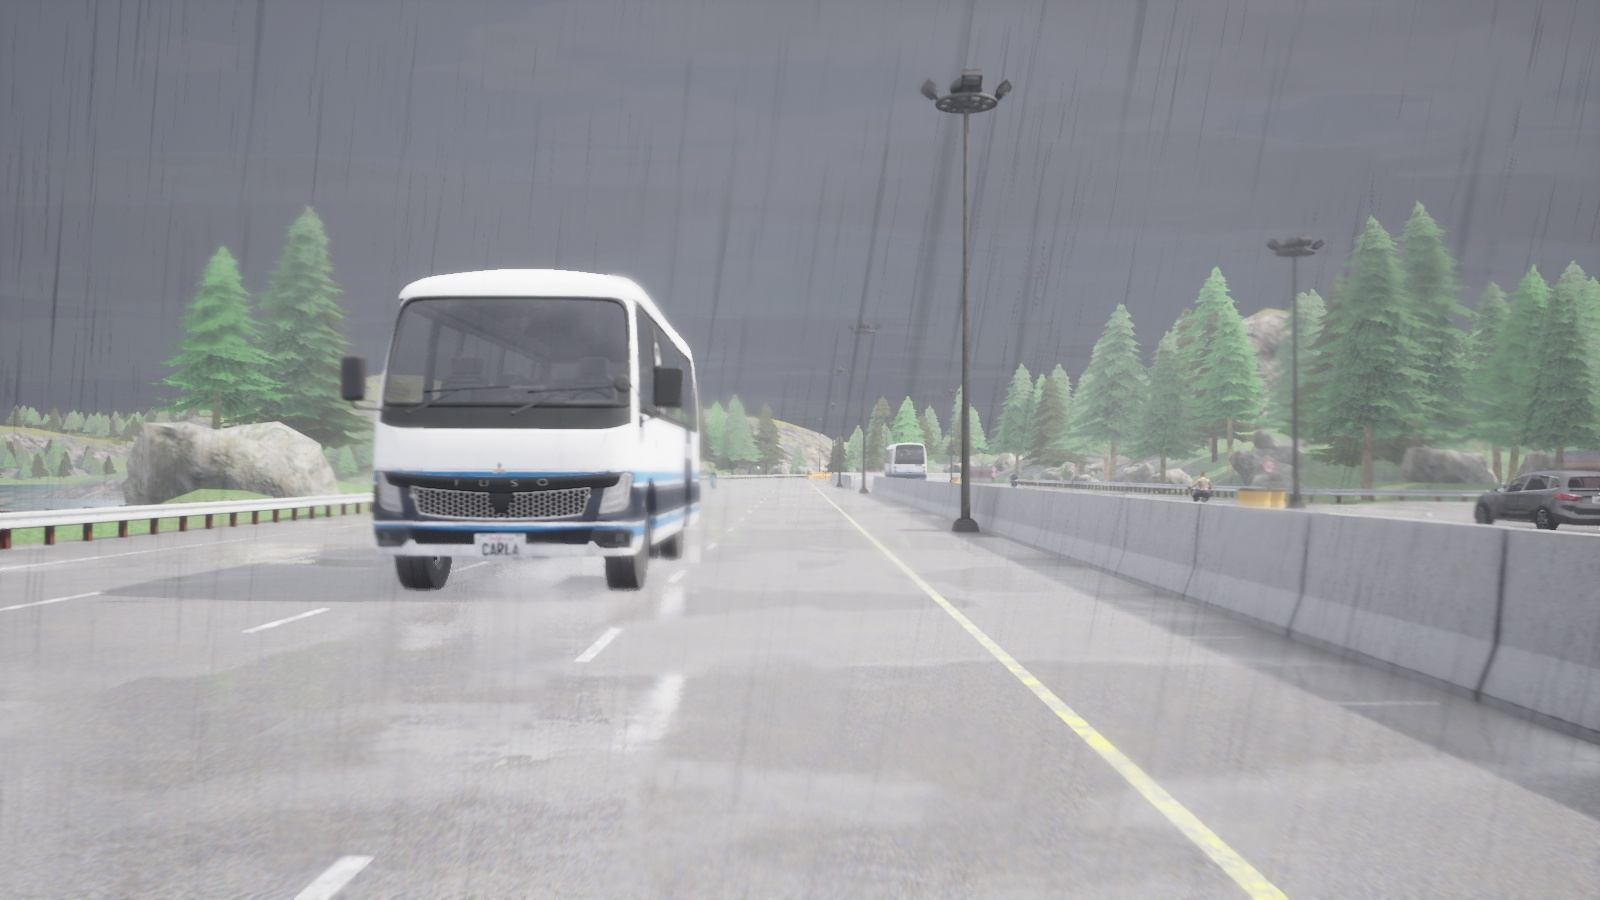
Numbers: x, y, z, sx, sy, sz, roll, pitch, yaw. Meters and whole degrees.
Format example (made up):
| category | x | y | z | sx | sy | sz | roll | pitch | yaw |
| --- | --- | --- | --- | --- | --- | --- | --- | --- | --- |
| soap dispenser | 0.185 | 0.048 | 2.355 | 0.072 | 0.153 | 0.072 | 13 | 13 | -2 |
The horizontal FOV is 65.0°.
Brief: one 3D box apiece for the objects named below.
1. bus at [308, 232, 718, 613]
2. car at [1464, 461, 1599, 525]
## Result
| category | x | y | z | sx | sy | sz | roll | pitch | yaw |
| --- | --- | --- | --- | --- | --- | --- | --- | --- | --- |
| bus | -3.551 | -0.226 | 19.214 | 3.944 | 4.253 | 10.273 | 0 | -1 | 0 |
| car | 20.919 | 1.162 | 35.071 | 2.242 | 1.667 | 4.611 | 0 | -1 | 0 |
